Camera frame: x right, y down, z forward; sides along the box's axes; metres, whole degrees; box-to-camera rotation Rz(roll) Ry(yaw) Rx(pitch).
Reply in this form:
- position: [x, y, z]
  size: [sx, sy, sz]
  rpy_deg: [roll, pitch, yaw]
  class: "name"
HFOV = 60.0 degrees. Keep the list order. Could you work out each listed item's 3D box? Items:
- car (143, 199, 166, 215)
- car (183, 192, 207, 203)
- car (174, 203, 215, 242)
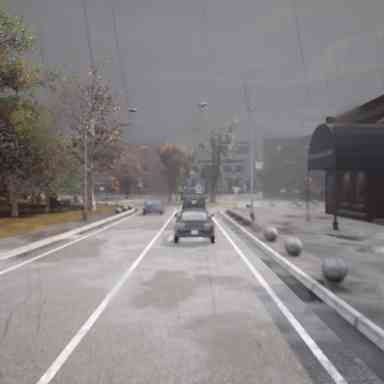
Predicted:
- position: [-3.491, 1.368, 31.584]
  size: [1.812, 1.442, 4.674]
  rpy_deg: [0, 0, 0]
  class: "car"
- position: [0.282, 1.053, 32.198]
  size: [2.150, 2.045, 5.566]
  rpy_deg: [0, 1, 2]
  class: "car"
- position: [0.107, 1.486, 16.026]
  size: [1.812, 1.442, 4.674]
  rpy_deg: [0, 0, 0]
  class: "car"
